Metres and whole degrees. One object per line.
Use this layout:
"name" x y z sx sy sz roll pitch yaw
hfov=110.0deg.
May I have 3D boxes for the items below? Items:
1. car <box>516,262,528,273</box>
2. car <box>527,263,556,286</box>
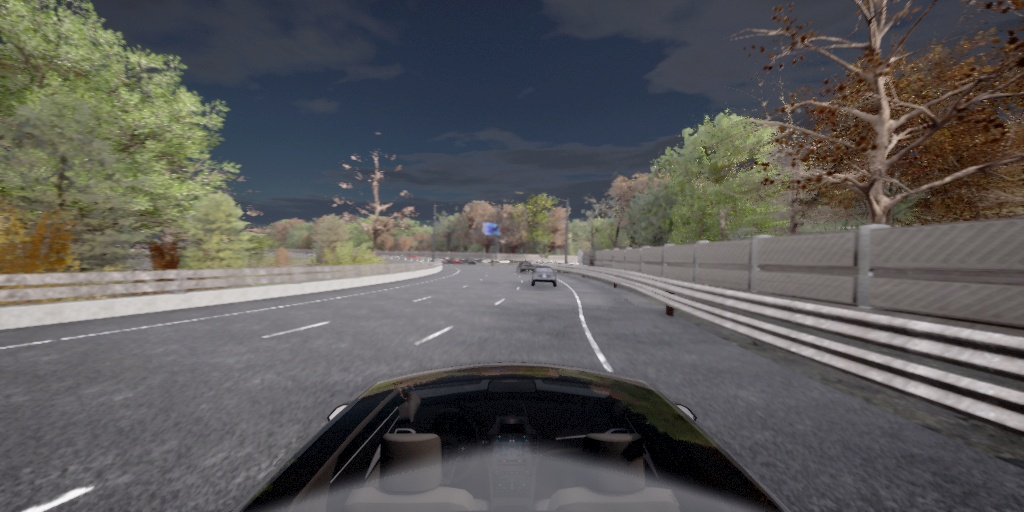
"car" 1.683 1.591 48.314 1.837 1.490 4.892 2 -1 -7
"car" 2.390 1.487 27.658 2.033 1.411 5.357 2 0 3
